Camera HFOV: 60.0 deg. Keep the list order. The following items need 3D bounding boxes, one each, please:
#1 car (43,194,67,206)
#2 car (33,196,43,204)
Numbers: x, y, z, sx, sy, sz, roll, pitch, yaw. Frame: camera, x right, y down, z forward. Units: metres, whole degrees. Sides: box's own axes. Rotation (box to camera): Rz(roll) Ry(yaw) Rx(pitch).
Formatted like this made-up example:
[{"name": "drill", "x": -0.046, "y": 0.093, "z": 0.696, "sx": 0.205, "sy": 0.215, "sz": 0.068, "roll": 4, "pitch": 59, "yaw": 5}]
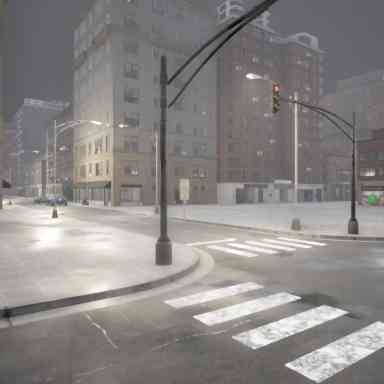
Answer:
[{"name": "car", "x": -19.661, "y": 1.119, "z": 48.181, "sx": 2.097, "sy": 1.767, "sz": 4.553, "roll": 0, "pitch": 0, "yaw": -36}, {"name": "car", "x": -25.456, "y": 1.287, "z": 56.294, "sx": 1.994, "sy": 1.385, "sz": 4.181, "roll": 0, "pitch": 0, "yaw": -36}]
